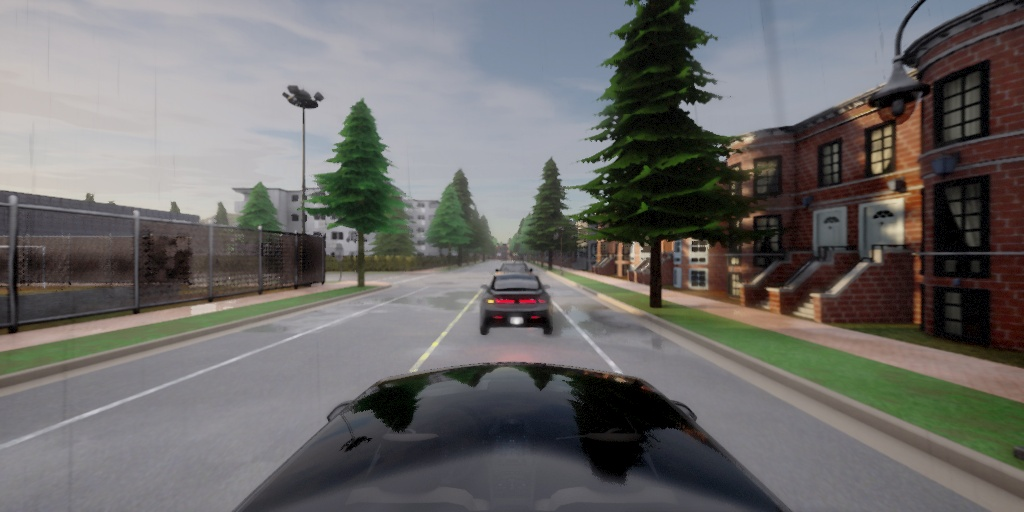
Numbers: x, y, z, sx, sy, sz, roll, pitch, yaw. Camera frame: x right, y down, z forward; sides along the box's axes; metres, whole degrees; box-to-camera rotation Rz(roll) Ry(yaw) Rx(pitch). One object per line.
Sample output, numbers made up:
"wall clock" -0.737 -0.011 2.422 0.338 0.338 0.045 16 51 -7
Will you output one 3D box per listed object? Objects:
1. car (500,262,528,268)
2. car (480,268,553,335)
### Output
"car" 0.116 1.104 19.805 2.097 1.767 4.553 0 0 0
"car" 0.107 1.253 10.578 1.837 1.490 4.892 0 -1 0
